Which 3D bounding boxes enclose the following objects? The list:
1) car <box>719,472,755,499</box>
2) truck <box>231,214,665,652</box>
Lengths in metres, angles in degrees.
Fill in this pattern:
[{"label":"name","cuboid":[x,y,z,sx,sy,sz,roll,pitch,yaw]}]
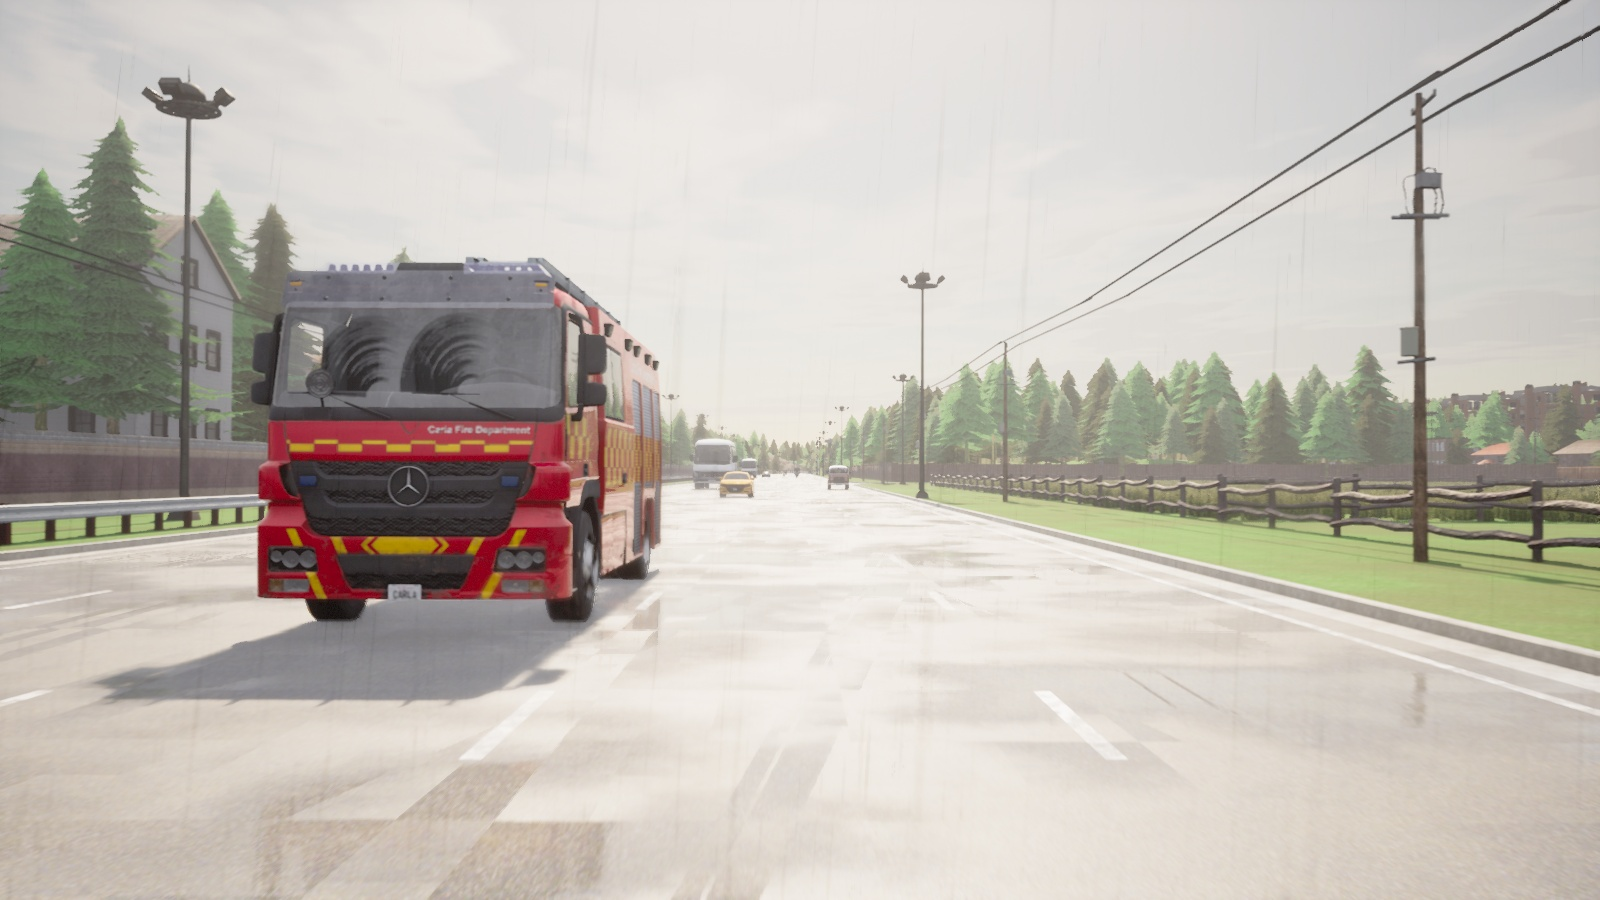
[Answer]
[{"label":"car","cuboid":[-3.678,2.045,73.924,1.882,1.535,5.008,0,-1,0]},{"label":"truck","cuboid":[-3.540,-0.081,15.230,2.891,3.827,8.468,0,-1,0]}]
